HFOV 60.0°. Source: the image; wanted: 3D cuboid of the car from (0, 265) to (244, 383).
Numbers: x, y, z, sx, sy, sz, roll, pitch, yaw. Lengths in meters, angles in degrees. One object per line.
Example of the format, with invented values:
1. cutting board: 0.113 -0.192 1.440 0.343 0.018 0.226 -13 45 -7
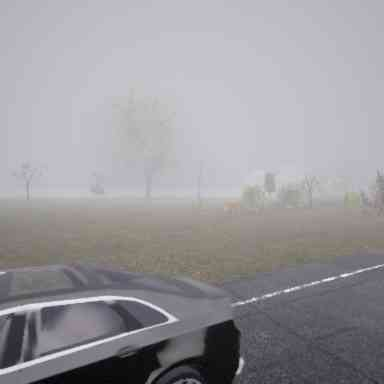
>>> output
1. car: -1.757 1.491 2.740 4.902 1.511 2.128 0 0 -35
